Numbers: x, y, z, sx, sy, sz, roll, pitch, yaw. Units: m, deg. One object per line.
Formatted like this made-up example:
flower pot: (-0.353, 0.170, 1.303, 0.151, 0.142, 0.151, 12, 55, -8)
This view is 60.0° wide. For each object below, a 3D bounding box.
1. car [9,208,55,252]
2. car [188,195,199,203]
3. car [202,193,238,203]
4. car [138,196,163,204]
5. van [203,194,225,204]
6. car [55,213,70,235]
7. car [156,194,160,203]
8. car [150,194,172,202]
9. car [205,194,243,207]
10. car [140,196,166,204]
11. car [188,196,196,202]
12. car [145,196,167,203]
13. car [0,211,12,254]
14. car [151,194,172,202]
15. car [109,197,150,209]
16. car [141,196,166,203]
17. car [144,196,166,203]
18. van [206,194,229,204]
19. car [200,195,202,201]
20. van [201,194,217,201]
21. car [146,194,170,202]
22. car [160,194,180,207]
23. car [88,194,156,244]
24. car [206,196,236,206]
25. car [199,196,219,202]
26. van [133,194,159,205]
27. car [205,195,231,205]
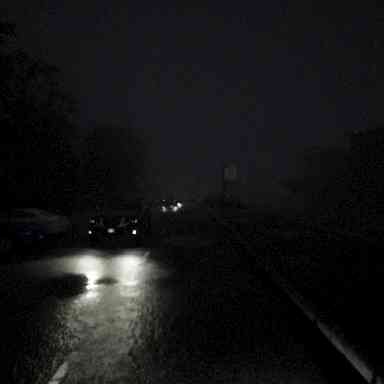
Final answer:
car: (-8.335, 1.464, 12.892, 5.008, 1.535, 2.097, 0, 0, 0)
car: (-0.002, 1.771, 73.691, 1.895, 1.301, 4.718, 0, -1, 0)
car: (4.734, 1.224, 50.088, 5.566, 2.045, 2.435, 0, 0, 0)
car: (-8.324, 1.629, 66.801, 4.674, 1.452, 2.002, 0, -1, 0)
van: (4.633, 1.398, 69.709, 4.442, 1.987, 1.878, 0, -1, 0)
car: (-8.326, 1.503, 16.041, 4.674, 1.452, 2.002, 0, 0, 0)
car: (-8.287, 1.392, 58.450, 4.553, 1.767, 2.185, 0, 0, 0)
car: (-8.335, 1.556, 89.083, 5.566, 2.045, 2.435, 0, -1, 0)
car: (4.768, 1.467, 47.286, 4.892, 1.521, 2.231, 0, 0, 0)
car: (-8.145, 1.611, 69.587, 5.366, 1.575, 1.946, 0, -1, 0)
car: (-0.020, 1.783, 83.688, 2.033, 1.411, 5.357, 0, -1, 0)
car: (-8.374, 1.719, 77.942, 4.792, 1.488, 2.163, 0, -1, 0)
car: (-8.325, 1.468, 9.619, 4.892, 1.521, 2.231, 0, 0, 0)
car: (-8.340, 1.588, 91.745, 5.566, 2.045, 2.435, 0, -1, 0)
car: (-8.313, 1.450, 44.526, 5.008, 1.535, 2.097, 0, 0, 0)
car: (-8.330, 1.639, 72.373, 5.008, 1.535, 2.097, 0, -1, 0)
car: (-8.310, 1.694, 75.157, 4.792, 1.488, 2.163, 0, -1, 0)
van: (4.873, 1.348, 64.103, 4.442, 1.987, 1.878, 0, -1, 0)
car: (4.733, 1.275, 58.498, 5.566, 2.045, 2.435, 0, 0, 0)
van: (4.822, 1.661, 94.936, 4.442, 1.987, 1.878, 0, -1, 0)
car: (-8.321, 1.465, 80.728, 5.566, 2.045, 2.435, 0, -1, 0)
car: (-3.307, 1.345, 50.771, 2.097, 1.767, 4.553, 0, 0, 0)
car: (-3.250, 1.212, 16.150, 2.150, 2.045, 5.566, 0, 0, 0)
car: (4.756, 1.506, 55.691, 4.892, 1.521, 2.231, 0, 0, 0)
car: (4.529, 1.815, 89.326, 5.366, 1.575, 1.946, 0, -1, 0)
van: (-8.436, 1.313, 61.232, 4.442, 1.987, 1.878, 0, 0, 0)
car: (4.791, 1.423, 61.298, 4.553, 1.767, 2.185, 0, -1, 0)
